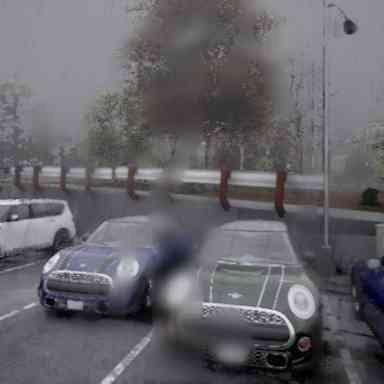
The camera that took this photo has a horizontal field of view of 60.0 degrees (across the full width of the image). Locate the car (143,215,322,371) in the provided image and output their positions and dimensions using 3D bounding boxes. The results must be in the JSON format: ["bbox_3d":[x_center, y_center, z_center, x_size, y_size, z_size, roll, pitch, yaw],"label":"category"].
[{"bbox_3d":[1.080,1.369,6.110,2.185,1.767,4.553,0,-1,16],"label":"car"}]

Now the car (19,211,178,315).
[{"bbox_3d":[-1.386,1.377,7.865,2.185,1.767,4.553,0,-1,16],"label":"car"}]

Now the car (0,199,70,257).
[{"bbox_3d":[-6.312,1.267,11.325,2.435,2.045,5.566,0,-1,16],"label":"car"}]

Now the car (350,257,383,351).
[{"bbox_3d":[3.517,1.359,4.294,2.185,1.767,4.553,0,-1,15],"label":"car"}]
